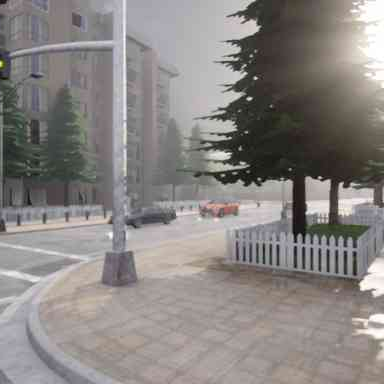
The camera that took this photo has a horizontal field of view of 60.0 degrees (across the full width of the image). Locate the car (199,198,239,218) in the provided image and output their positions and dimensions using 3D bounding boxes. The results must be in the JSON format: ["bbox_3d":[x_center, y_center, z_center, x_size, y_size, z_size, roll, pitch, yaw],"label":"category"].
[{"bbox_3d":[2.584,1.376,31.033,2.097,1.767,4.553,0,0,34],"label":"car"}]

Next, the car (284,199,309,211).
[{"bbox_3d":[11.954,1.548,38.457,1.812,1.442,4.674,0,0,33],"label":"car"}]

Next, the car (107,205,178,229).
[{"bbox_3d":[-3.141,1.571,22.495,2.033,1.411,5.357,0,0,34],"label":"car"}]
